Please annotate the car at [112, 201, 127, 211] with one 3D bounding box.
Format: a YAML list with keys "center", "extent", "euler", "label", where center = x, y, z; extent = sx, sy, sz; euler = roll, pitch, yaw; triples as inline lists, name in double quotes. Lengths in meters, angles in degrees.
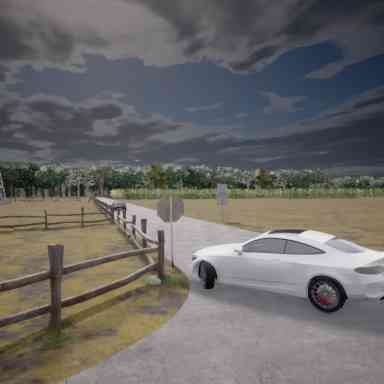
- center: [-10.894, 1.990, 49.471]
  extent: [2.033, 1.411, 5.357]
  euler: [-2, 0, -18]
  label: "car"

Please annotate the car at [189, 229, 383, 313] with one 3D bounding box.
- center: [2.074, 1.618, 7.863]
  extent: [4.674, 1.442, 1.812]
  euler: [-2, 0, 38]
  label: "car"
